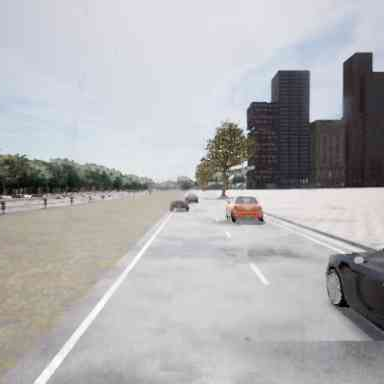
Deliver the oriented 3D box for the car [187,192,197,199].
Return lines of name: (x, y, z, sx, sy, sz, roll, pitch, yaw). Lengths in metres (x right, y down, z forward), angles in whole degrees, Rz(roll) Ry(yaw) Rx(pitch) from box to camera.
car: (0.001, 0.762, 69.754, 2.033, 1.411, 5.357, 0, 1, 0)

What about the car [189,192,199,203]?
car: (0.008, 0.979, 51.887, 1.994, 1.385, 4.181, 0, 1, 0)

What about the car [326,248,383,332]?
car: (3.600, 1.418, 4.655, 1.882, 1.535, 5.008, 0, 1, 0)

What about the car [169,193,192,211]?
car: (-1.226, 1.126, 33.548, 1.812, 1.442, 4.674, 0, 1, 0)

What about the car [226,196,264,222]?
car: (3.601, 1.064, 23.479, 2.097, 1.767, 4.553, 0, 1, 0)
